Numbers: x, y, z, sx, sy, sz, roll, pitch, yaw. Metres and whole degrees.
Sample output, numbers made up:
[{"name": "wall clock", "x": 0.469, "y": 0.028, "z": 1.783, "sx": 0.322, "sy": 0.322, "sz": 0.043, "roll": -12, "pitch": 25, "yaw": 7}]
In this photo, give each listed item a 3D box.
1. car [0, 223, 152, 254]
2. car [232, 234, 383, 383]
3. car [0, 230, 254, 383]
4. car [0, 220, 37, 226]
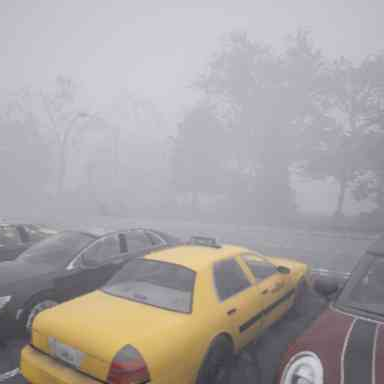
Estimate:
[{"name": "car", "x": -2.032, "y": 1.449, "z": 6.613, "sx": 2.231, "sy": 1.521, "sz": 4.892, "roll": 0, "pitch": 0, "yaw": 36}, {"name": "car", "x": 2.497, "y": 1.330, "z": 3.400, "sx": 2.185, "sy": 1.767, "sz": 4.553, "roll": 0, "pitch": 0, "yaw": 36}, {"name": "car", "x": 0.329, "y": 1.448, "z": 5.143, "sx": 1.946, "sy": 1.575, "sz": 5.366, "roll": 0, "pitch": 0, "yaw": 36}, {"name": "car", "x": -4.297, "y": 1.446, "z": 8.219, "sx": 2.231, "sy": 1.521, "sz": 4.892, "roll": 0, "pitch": 0, "yaw": 36}]
